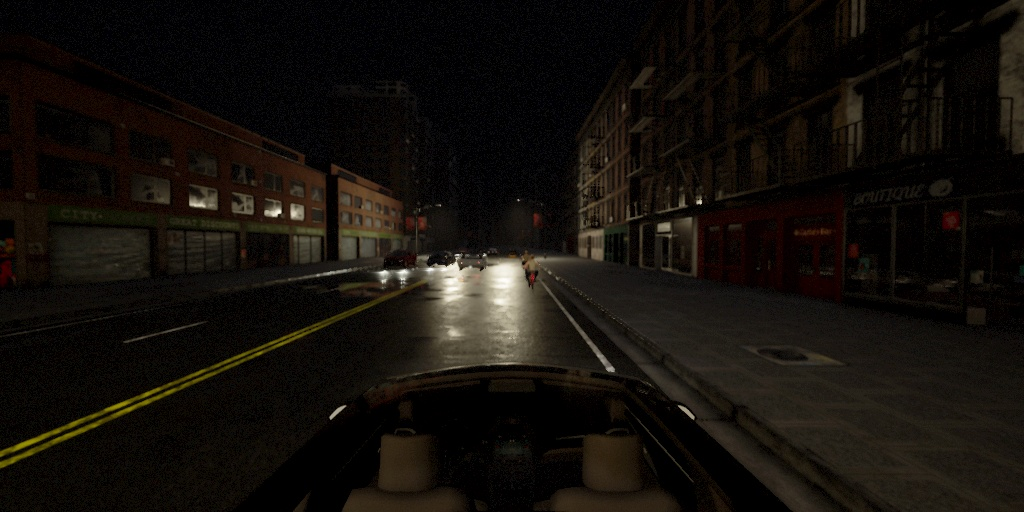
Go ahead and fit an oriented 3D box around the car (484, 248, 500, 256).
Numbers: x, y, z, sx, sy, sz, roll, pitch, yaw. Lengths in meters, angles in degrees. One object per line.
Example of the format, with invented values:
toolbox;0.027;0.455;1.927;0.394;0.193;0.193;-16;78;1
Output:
car;-3.133;-0.662;61.057;2.033;1.411;5.357;0;2;0

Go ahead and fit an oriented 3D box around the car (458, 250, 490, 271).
car;-3.140;0.455;29.178;1.895;1.301;4.718;0;2;0

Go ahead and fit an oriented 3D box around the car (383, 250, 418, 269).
car;-9.837;0.243;31.857;1.882;1.535;5.008;0;2;0

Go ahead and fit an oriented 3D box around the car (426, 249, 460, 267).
car;-6.588;0.251;33.701;2.033;1.411;5.357;0;2;0

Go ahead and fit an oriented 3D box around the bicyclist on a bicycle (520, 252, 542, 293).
bicyclist on a bicycle;0.865;0.741;15.432;0.866;1.612;1.509;0;2;0
